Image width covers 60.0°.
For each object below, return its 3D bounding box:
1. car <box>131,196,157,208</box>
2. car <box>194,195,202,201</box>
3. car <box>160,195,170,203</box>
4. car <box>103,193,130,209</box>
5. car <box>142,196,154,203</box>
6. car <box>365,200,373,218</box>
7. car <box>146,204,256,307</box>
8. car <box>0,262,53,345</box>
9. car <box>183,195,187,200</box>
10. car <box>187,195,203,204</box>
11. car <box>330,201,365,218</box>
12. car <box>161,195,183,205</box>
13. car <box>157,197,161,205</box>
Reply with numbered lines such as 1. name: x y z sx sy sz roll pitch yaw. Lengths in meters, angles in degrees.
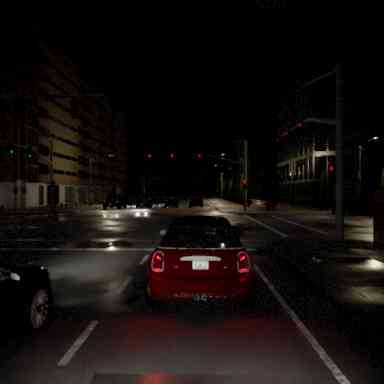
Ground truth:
1. car: -6.593 1.474 46.582 2.128 1.511 4.902 0 0 1
2. car: 1.573 1.493 83.918 2.128 1.511 4.902 0 0 2
3. car: -5.795 1.491 71.843 1.812 1.442 4.674 0 0 2
4. car: -10.149 1.205 44.160 2.150 2.045 5.566 0 0 1
5. car: -9.321 1.561 71.024 1.895 1.301 4.718 0 0 2
6. car: 16.799 1.397 26.516 4.553 1.767 2.097 0 0 1
7. car: 0.223 1.349 8.161 2.097 1.767 4.553 0 0 2
8. car: -3.395 1.490 3.933 2.128 1.511 4.902 0 0 1
9. car: -1.957 1.508 82.986 2.033 1.411 5.357 0 0 2
10. car: 0.686 1.458 50.467 1.882 1.535 5.008 0 0 1
11. car: 15.157 1.521 30.053 5.008 1.535 1.882 0 0 1
12. car: -2.853 1.473 48.963 2.128 1.511 4.902 0 0 1
13. car: -6.183 1.524 60.636 2.033 1.411 5.357 0 0 2
